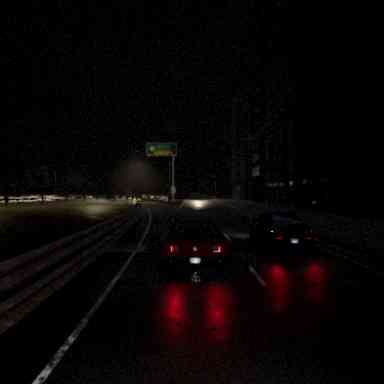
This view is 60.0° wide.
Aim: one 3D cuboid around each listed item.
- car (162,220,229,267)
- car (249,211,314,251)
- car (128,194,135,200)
[{"bbox_3d":[0.097,1.607,11.429,1.895,1.301,4.718,0,0,0],"label":"car"},{"bbox_3d":[3.595,1.536,13.947,1.812,1.442,4.674,0,0,0],"label":"car"},{"bbox_3d":[-16.196,1.288,88.808,1.882,1.535,5.008,0,0,-16],"label":"car"}]
